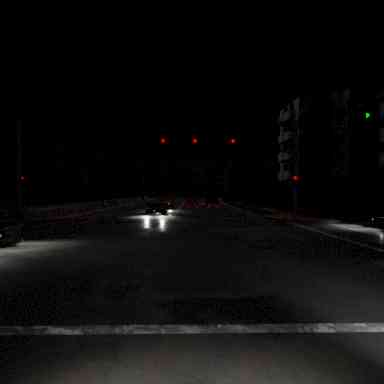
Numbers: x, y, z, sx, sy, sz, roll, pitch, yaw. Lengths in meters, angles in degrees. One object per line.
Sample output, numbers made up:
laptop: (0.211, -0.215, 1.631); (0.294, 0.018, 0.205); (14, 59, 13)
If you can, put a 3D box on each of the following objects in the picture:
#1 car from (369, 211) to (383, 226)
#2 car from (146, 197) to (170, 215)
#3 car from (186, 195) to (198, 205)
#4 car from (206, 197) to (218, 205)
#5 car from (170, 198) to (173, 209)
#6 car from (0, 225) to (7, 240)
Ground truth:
car: (13.954, 1.500, 21.269); (4.892, 1.490, 1.837); (0, 0, -1)
car: (-3.585, 1.519, 34.028); (1.812, 1.442, 4.674); (0, 0, 0)
car: (-0.004, 1.340, 58.188); (2.097, 1.767, 4.553); (0, 0, 0)
car: (3.496, 1.514, 58.233); (1.812, 1.442, 4.674); (0, 0, 0)
car: (-3.578, 1.469, 44.502); (1.882, 1.535, 5.008); (0, 0, 0)
car: (-10.128, 1.522, 13.536); (4.674, 1.442, 1.812); (0, 0, -1)
